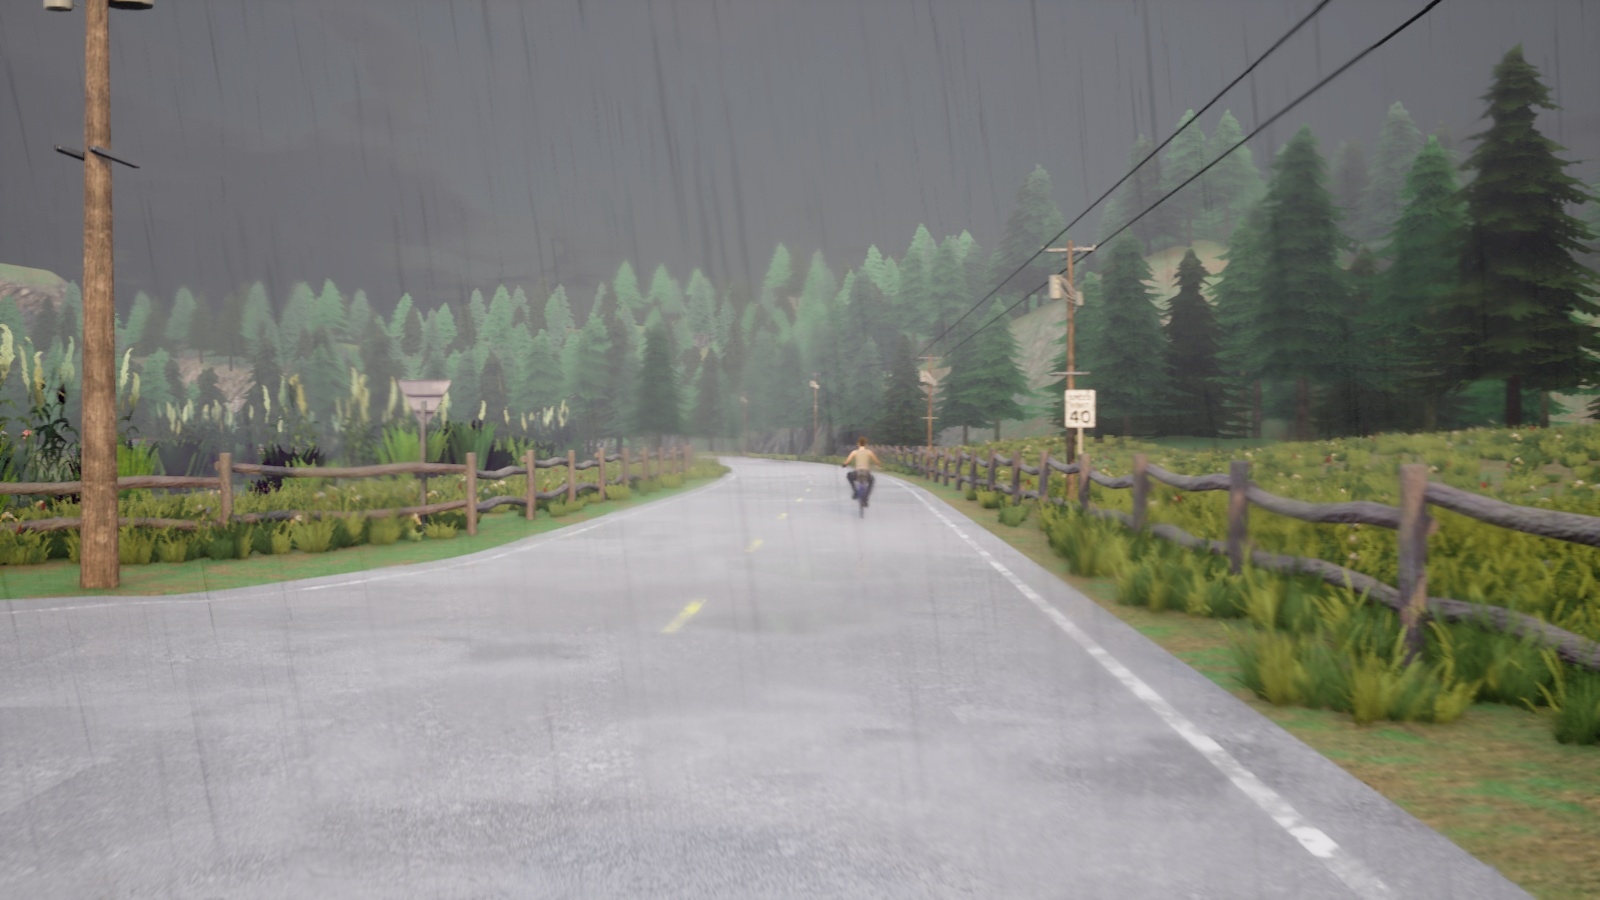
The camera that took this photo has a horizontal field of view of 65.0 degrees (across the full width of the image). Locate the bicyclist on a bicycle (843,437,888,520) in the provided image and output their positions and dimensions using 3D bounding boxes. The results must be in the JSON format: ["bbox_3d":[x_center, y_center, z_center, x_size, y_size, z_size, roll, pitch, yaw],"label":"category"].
[{"bbox_3d":[1.304,0.544,25.084,0.866,1.612,1.509,0,0,2],"label":"bicyclist on a bicycle"}]
